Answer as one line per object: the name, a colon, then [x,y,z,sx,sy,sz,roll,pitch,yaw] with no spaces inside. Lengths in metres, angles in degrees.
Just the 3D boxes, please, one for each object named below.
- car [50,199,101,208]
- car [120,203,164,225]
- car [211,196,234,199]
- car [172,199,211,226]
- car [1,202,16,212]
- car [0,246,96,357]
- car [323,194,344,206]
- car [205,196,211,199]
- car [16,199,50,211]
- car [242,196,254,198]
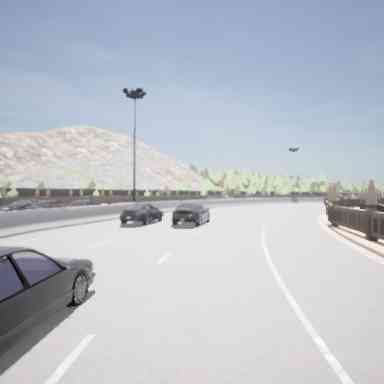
car: [-9.545,1.463,28.659,1.837,1.490,4.892,0,0,18]
car: [-3.515,1.514,23.681,1.812,1.442,4.674,0,0,15]
car: [6.503,1.533,65.754,1.882,1.535,5.008,0,0,40]
car: [0.026,1.512,23.346,1.837,1.490,4.892,0,0,15]
car: [-15.842,1.418,31.865,2.128,1.511,4.902,0,0,18]
car: [-3.178,1.532,4.941,2.033,1.411,5.357,0,0,4]
car: [24.921,1.370,58.294,2.150,2.045,5.566,0,0,44]
car: [4.015,1.580,68.189,2.033,1.411,5.357,0,0,38]
car: [-12.855,1.446,29.773,1.837,1.490,4.892,0,0,18]
car: [10.825,1.573,65.382,1.837,1.490,4.892,0,0,41]
